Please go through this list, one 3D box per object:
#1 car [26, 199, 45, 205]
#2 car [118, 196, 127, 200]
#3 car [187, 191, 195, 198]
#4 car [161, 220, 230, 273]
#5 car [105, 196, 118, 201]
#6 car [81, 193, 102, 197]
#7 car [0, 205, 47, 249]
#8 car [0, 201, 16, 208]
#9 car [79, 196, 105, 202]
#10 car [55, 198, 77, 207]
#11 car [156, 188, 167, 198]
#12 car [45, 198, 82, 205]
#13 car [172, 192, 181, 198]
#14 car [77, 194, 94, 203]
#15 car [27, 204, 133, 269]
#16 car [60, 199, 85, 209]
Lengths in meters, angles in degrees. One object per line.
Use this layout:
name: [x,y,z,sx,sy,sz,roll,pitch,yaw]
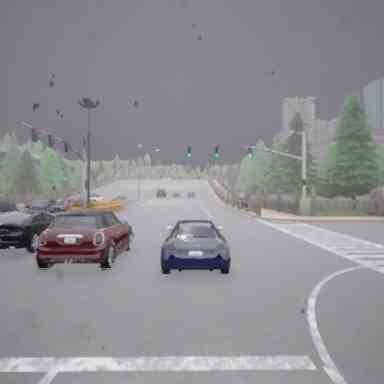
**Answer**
car: [-17.597,1.637,39.928,1.837,1.490,4.892,0,0,0]
car: [-14.094,1.419,65.492,2.033,1.411,5.357,0,3,0]
car: [-0.164,0.499,78.119,2.033,1.411,5.357,0,6,0]
car: [0.098,1.600,10.814,1.994,1.385,4.181,0,0,0]
car: [-14.065,1.763,54.907,1.895,1.301,4.718,0,0,0]
car: [-17.563,1.301,59.847,2.150,2.045,5.566,0,1,0]
car: [-6.900,1.525,14.105,1.882,1.535,5.008,0,0,0]
car: [-21.099,1.667,36.076,2.033,1.411,5.357,0,0,0]
car: [-14.093,1.700,45.970,2.033,1.411,5.357,0,0,0]
car: [-21.051,1.756,55.718,1.895,1.301,4.718,0,1,0]
car: [-7.165,0.165,78.286,2.150,2.045,5.566,0,6,0]
car: [-14.099,1.686,36.727,1.994,1.385,4.181,0,0,0]
car: [-3.663,0.567,78.030,1.895,1.301,4.718,0,6,0]
car: [-21.097,1.343,65.981,1.837,1.490,4.892,0,2,0]
car: [-3.402,1.390,11.418,2.097,1.767,4.553,0,0,0]
car: [-17.581,1.764,49.181,1.895,1.301,4.718,0,0,0]
